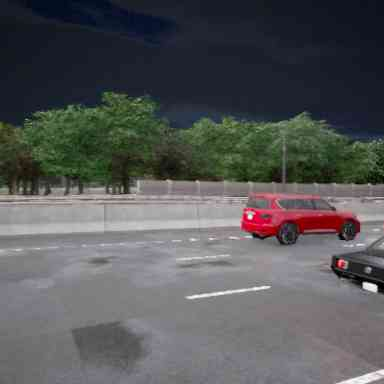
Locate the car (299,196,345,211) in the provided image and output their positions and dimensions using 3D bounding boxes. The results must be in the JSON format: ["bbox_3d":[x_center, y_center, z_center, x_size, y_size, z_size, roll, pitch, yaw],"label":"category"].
[{"bbox_3d":[15.095,1.300,38.544,4.902,1.511,2.128,0,1,-24],"label":"car"}]

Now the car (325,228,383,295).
[{"bbox_3d":[5.510,1.591,7.393,4.718,1.301,1.895,0,1,-24],"label":"car"}]

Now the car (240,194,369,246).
[{"bbox_3d":[4.815,1.130,14.734,5.566,2.045,2.150,0,1,-24],"label":"car"}]

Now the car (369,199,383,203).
[{"bbox_3d":[17.576,1.505,31.996,4.718,1.301,1.895,0,1,-24],"label":"car"}]
